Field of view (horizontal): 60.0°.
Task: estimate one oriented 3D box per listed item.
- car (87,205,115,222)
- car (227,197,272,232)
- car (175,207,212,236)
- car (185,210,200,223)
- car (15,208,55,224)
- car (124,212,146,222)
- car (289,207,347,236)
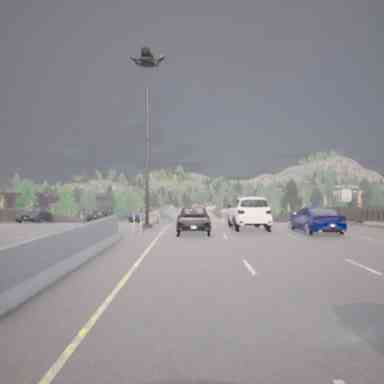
[{"bbox_3d":[-10.605,2.580,39.211,2.150,2.045,5.566,0,-6,0],"label":"car"},{"bbox_3d":[3.592,1.388,21.410,2.150,2.045,5.566,0,-2,0],"label":"car"},{"bbox_3d":[0.090,1.602,19.036,2.128,1.511,4.902,0,-1,0],"label":"car"},{"bbox_3d":[0.082,3.146,41.805,1.837,1.490,4.892,0,-7,0],"label":"car"},{"bbox_3d":[-14.105,2.144,30.063,1.994,1.385,4.181,0,-4,0],"label":"car"},{"bbox_3d":[-7.093,3.312,43.389,1.882,1.535,5.008,0,-7,0],"label":"car"},{"bbox_3d":[7.090,1.593,19.226,1.882,1.535,5.008,0,-1,0],"label":"car"}]
